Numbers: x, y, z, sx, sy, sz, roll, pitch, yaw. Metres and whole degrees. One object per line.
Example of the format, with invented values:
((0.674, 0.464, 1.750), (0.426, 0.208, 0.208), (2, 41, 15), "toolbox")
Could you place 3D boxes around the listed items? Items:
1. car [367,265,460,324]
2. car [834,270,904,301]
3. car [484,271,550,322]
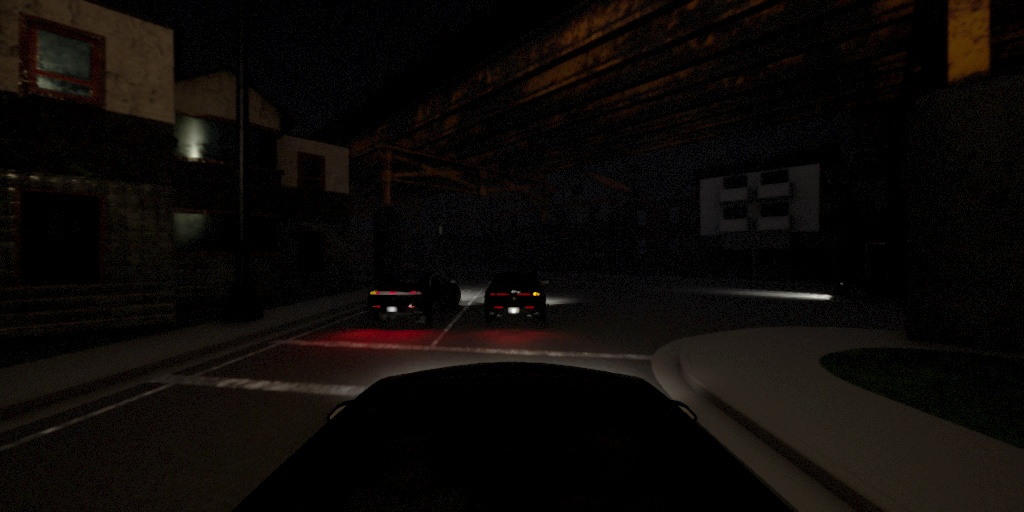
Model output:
((-3.042, 1.227, 12.052), (2.128, 1.511, 4.902), (0, 0, 4), "car")
((16.839, 1.298, 15.638), (1.994, 1.385, 4.181), (0, 0, -45), "car")
((0.207, 1.242, 12.243), (1.837, 1.490, 4.892), (0, 0, 4), "car")
